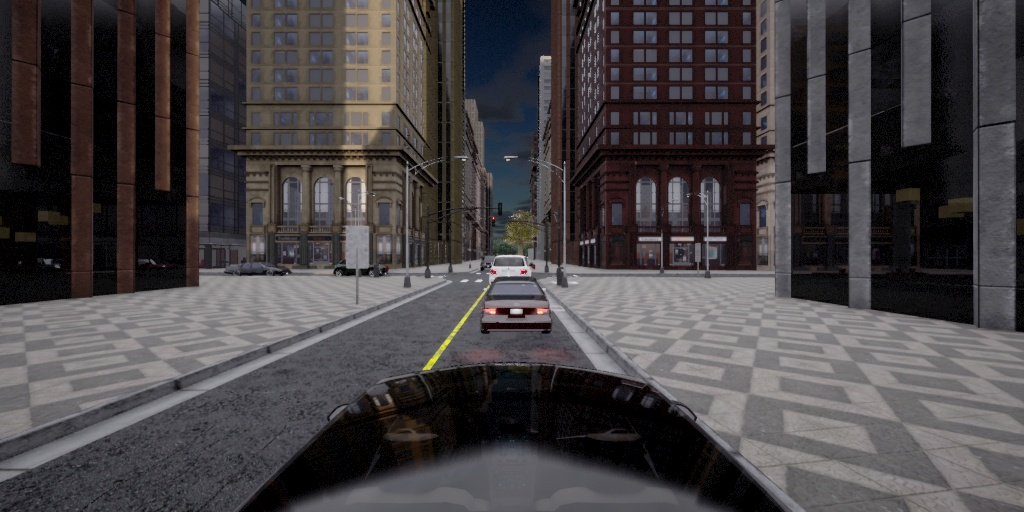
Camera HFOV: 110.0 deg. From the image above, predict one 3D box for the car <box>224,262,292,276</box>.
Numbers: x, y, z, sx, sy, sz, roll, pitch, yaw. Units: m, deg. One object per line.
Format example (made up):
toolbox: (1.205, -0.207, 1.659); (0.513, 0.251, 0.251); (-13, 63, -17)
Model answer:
car: (-23.573, 1.220, 33.332); (5.357, 1.411, 2.033); (0, 0, 0)

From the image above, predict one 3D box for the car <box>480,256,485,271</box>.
car: (-3.132, 0.969, 49.484); (2.150, 2.045, 5.566); (0, 0, -1)

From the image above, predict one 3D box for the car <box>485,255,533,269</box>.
car: (0.015, 0.971, 20.854); (2.150, 2.045, 5.566); (0, 0, 4)

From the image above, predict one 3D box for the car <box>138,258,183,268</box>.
car: (-33.360, 1.001, 33.340); (4.553, 1.767, 2.097); (0, 0, 0)

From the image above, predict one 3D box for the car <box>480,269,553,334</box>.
car: (0.091, 1.297, 10.609); (2.033, 1.411, 5.357); (0, 0, 0)

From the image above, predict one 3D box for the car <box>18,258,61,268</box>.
car: (-43.161, 0.979, 33.370); (4.553, 1.767, 2.097); (0, 0, 0)

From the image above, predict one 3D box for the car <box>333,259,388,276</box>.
car: (-13.992, 1.052, 33.339); (4.553, 1.767, 2.097); (0, 0, 0)
